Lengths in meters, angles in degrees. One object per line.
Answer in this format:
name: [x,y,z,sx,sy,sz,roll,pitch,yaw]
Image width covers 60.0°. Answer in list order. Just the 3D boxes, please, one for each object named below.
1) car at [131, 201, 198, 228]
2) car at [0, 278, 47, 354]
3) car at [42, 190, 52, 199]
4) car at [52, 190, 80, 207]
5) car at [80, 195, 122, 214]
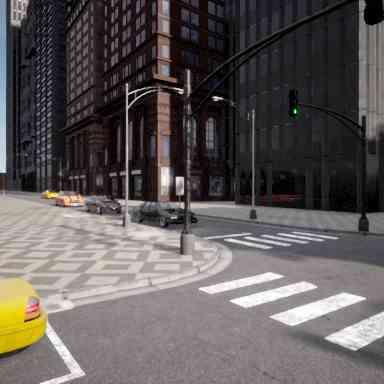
car: [-1.863,1.237,20.275,2.033,1.411,5.357,0,1,-36]
car: [-4.251,1.525,3.617,4.829,1.417,1.752,0,0,-35]
car: [-24.392,0.422,57.049,1.882,1.535,5.008,0,1,-36]
car: [-13.428,0.681,36.355,2.097,1.767,4.553,0,1,-35]
car: [-7.578,1.013,28.219,1.837,1.490,4.892,0,1,-36]
